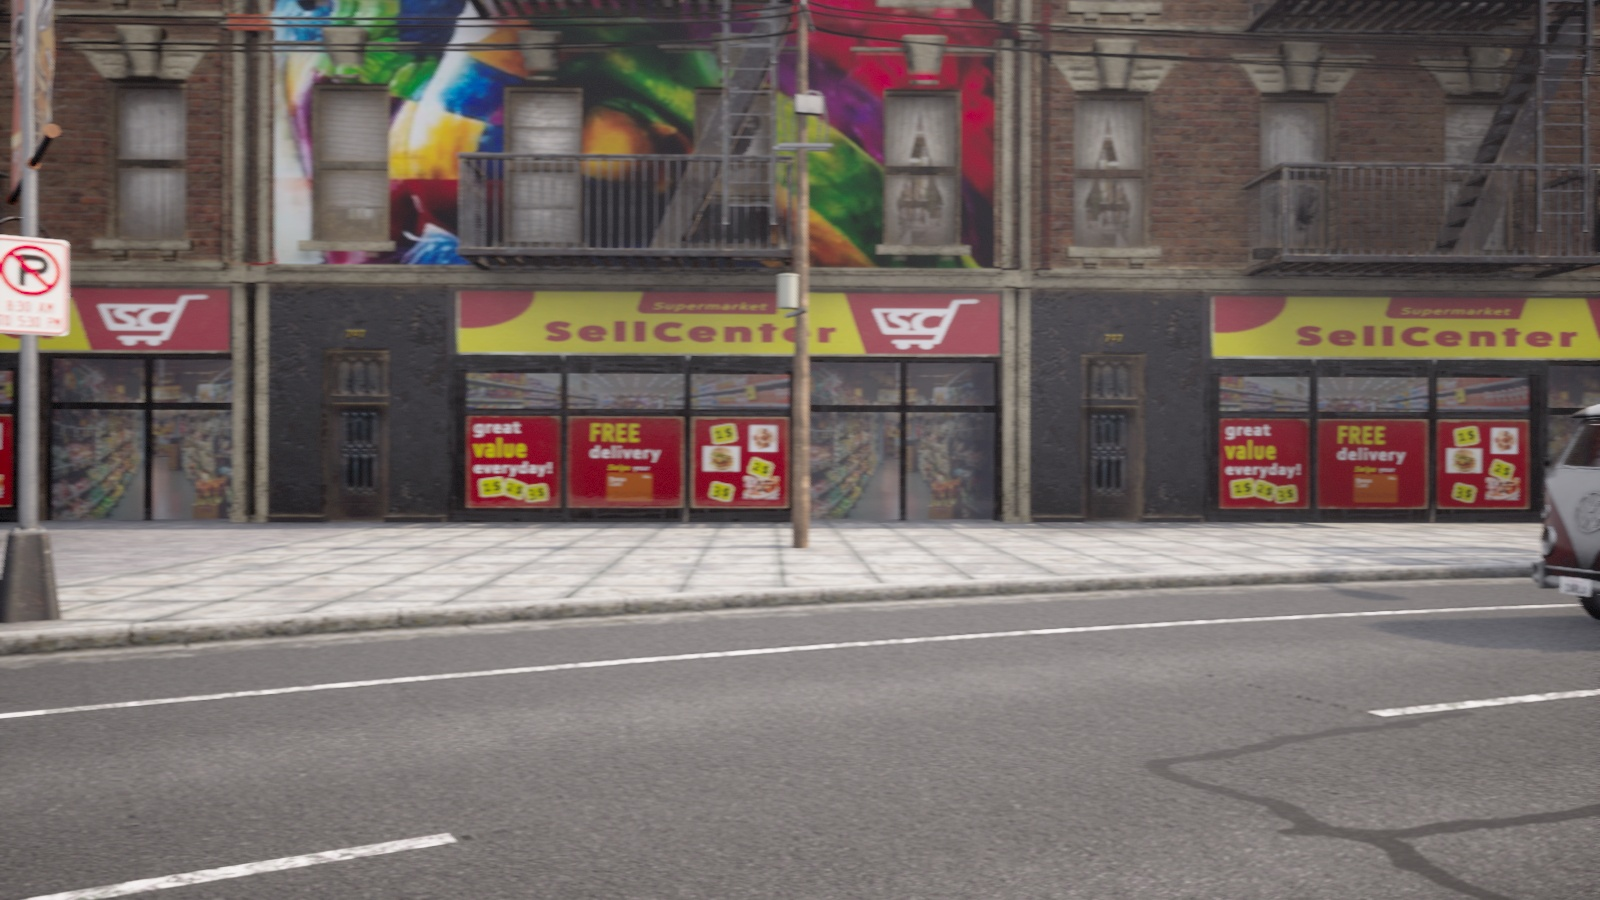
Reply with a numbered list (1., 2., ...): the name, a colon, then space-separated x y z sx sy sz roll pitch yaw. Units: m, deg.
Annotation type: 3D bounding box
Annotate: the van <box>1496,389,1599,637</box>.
1. van: 8.510 0.501 10.717 4.442 1.987 1.775 0 0 -13
